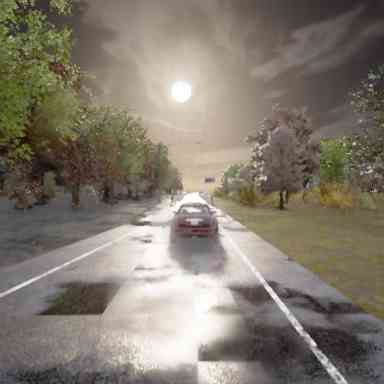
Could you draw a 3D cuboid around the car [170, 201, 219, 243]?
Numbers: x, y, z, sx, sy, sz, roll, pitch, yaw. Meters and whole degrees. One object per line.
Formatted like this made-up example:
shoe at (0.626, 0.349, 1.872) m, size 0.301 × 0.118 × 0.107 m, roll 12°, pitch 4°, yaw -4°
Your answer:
car at (0.105, 1.288, 15.903) m, size 2.097 × 1.767 × 4.553 m, roll 0°, pitch 0°, yaw 0°
